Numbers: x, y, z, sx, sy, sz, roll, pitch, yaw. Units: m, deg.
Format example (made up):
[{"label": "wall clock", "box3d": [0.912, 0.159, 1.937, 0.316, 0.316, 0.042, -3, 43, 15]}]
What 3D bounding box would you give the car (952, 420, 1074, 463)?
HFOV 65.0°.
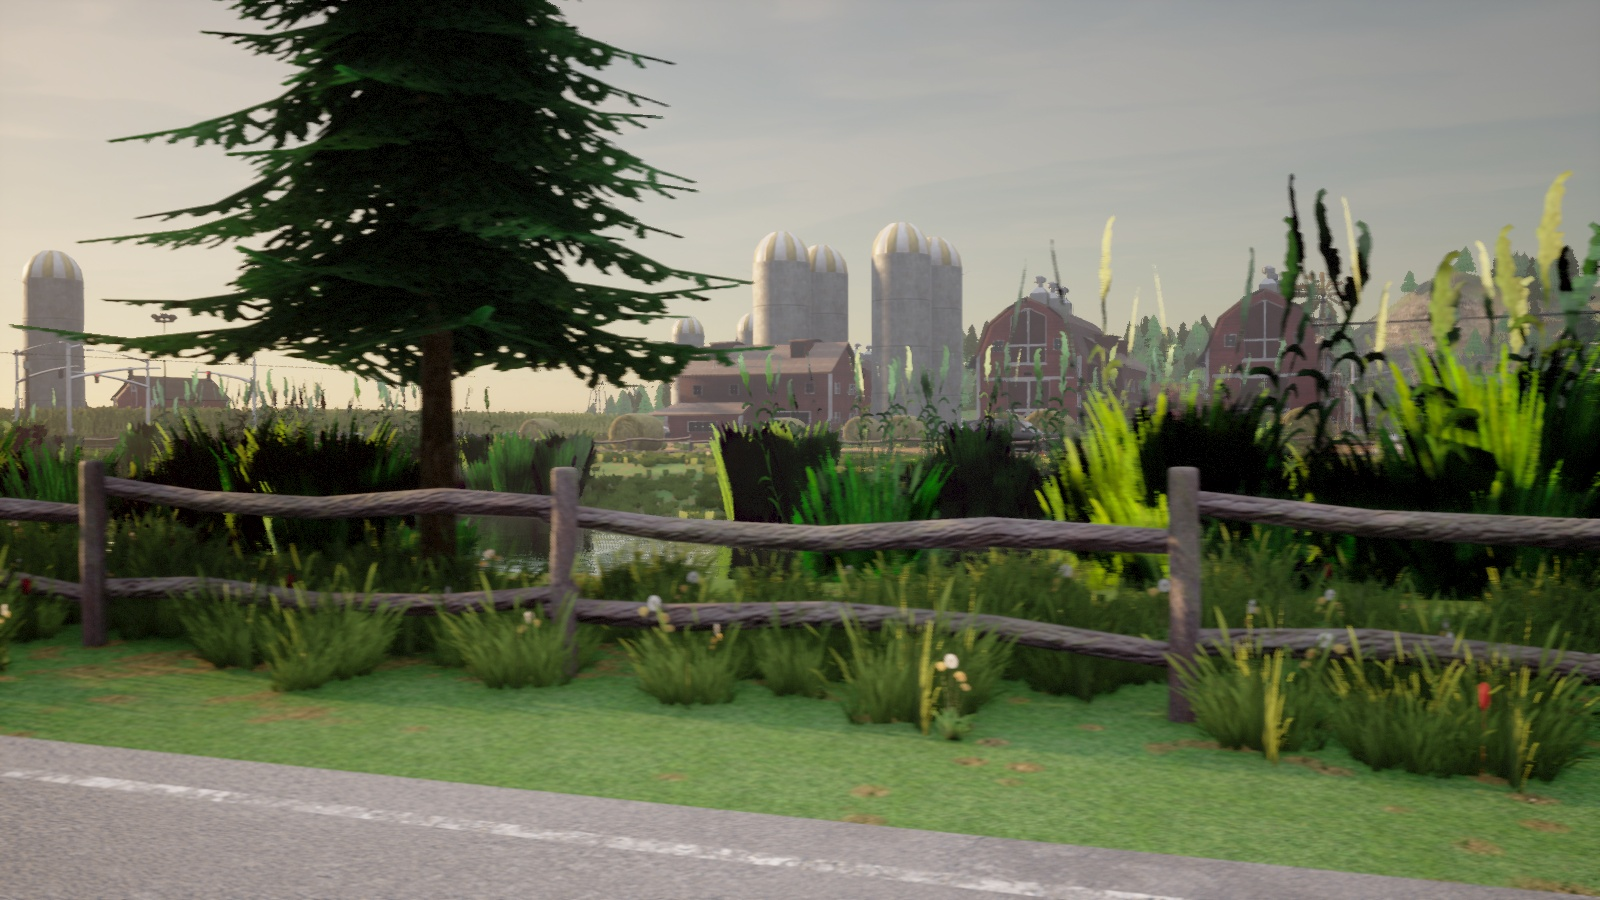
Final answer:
[{"label": "car", "box3d": [10.591, -0.450, 62.601, 5.566, 2.045, 2.150, 1, 1, 28]}]
